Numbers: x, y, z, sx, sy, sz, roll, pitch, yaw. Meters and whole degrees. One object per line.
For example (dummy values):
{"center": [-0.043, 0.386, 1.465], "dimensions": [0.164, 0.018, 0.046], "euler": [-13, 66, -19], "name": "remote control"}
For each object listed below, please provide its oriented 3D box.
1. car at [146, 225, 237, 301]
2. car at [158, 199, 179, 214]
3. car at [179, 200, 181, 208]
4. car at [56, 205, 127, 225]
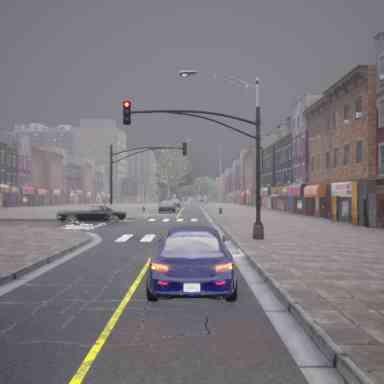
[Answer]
{"center": [-0.001, 1.537, 8.199], "dimensions": [1.812, 1.442, 4.674], "euler": [0, 0, 0], "name": "car"}
{"center": [-2.880, 1.694, 39.253], "dimensions": [1.882, 1.535, 5.008], "euler": [0, -1, 0], "name": "car"}
{"center": [-2.881, 1.851, 56.023], "dimensions": [1.882, 1.535, 5.008], "euler": [0, -1, 0], "name": "car"}
{"center": [-7.208, 1.626, 23.910], "dimensions": [4.718, 1.301, 1.895], "euler": [1, -1, -28], "name": "car"}
